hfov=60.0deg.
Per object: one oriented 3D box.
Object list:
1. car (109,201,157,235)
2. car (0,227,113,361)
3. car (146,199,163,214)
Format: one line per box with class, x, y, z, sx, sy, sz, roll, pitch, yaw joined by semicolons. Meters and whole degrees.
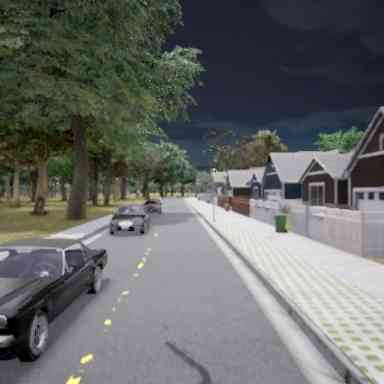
car;-3.397;1.477;18.881;2.128;1.511;4.902;0;0;-2
car;-2.976;1.599;6.026;1.895;1.301;4.718;0;0;-1
car;-4.018;1.496;34.310;1.837;1.490;4.892;0;0;-3
